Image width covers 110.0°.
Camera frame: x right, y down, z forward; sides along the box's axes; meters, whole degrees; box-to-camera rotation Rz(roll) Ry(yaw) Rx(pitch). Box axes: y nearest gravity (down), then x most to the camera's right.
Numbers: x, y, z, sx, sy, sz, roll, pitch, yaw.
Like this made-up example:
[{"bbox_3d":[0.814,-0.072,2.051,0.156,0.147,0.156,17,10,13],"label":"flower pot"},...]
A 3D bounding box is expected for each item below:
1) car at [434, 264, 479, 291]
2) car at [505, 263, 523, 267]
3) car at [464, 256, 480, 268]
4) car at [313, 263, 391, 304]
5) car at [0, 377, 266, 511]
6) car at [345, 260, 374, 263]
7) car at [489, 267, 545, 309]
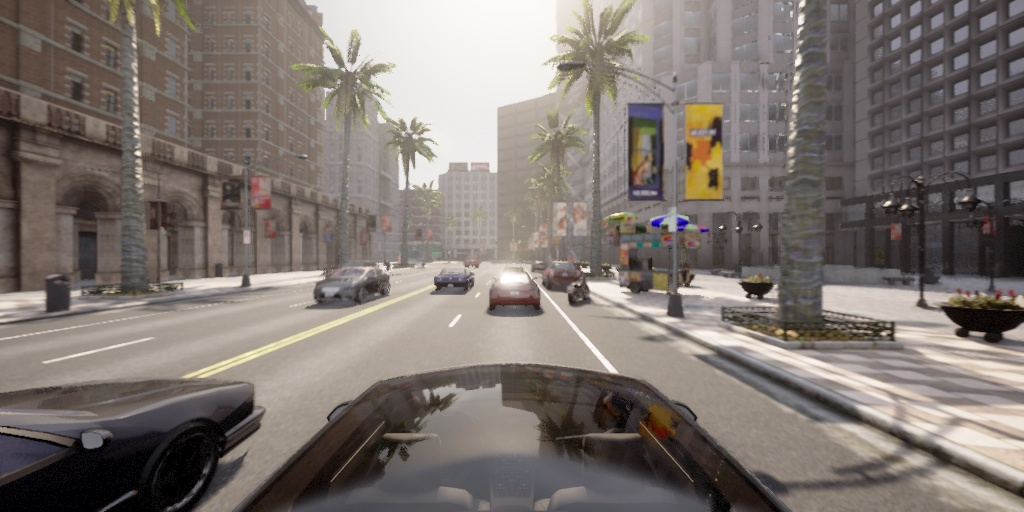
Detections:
[{"bbox_3d":[-3.395,1.347,22.031,1.895,1.301,4.718,0,0,0],"label":"car"},{"bbox_3d":[0.209,1.344,34.879,1.895,1.301,4.718,0,0,1],"label":"car"},{"bbox_3d":[-6.612,1.013,59.416,2.150,2.045,5.566,0,0,1],"label":"car"},{"bbox_3d":[-7.091,1.239,16.400,2.128,1.511,4.902,0,0,0],"label":"car"},{"bbox_3d":[-3.401,1.298,1.106,2.033,1.411,5.357,0,0,0],"label":"car"},{"bbox_3d":[-10.574,1.098,24.311,2.097,1.767,4.553,0,0,0],"label":"car"},{"bbox_3d":[0.103,1.311,14.880,1.994,1.385,4.181,0,0,0],"label":"car"}]
